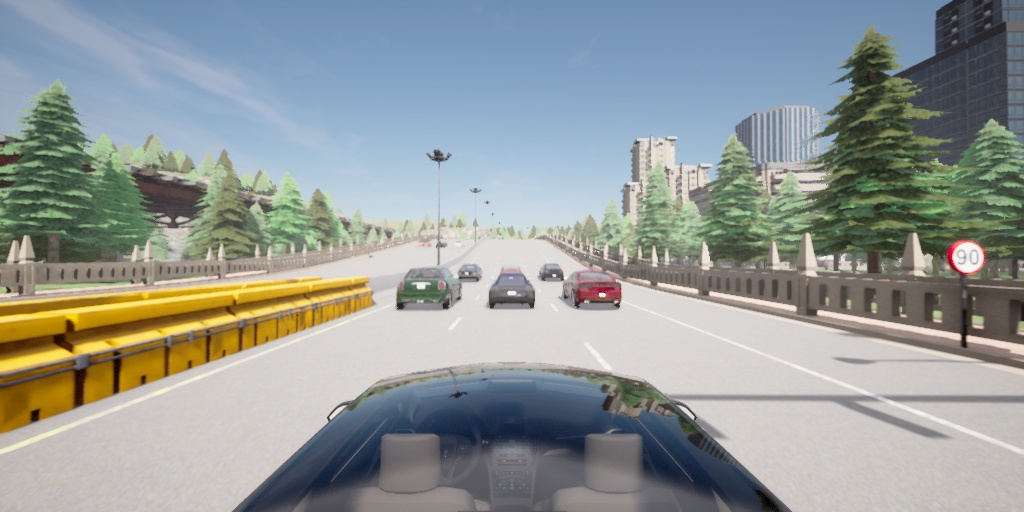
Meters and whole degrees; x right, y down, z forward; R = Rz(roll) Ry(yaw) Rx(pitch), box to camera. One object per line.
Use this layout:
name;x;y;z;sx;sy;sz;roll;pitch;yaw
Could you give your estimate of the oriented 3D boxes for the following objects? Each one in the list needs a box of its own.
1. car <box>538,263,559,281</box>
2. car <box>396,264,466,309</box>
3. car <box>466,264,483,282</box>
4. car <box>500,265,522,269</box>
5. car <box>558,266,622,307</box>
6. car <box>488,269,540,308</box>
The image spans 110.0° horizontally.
car;3.412;1.330;31.248;1.812;1.442;4.674;0;2;0
car;-3.505;1.233;15.935;2.097;1.767;4.553;0;-1;0
car;-3.589;1.362;30.836;2.033;1.411;5.357;0;2;0
car;-0.090;1.412;30.976;1.895;1.301;4.718;0;2;0
car;3.496;1.364;16.351;1.882;1.535;5.008;0;0;0
car;-0.004;1.449;16.145;1.994;1.385;4.181;0;0;0
